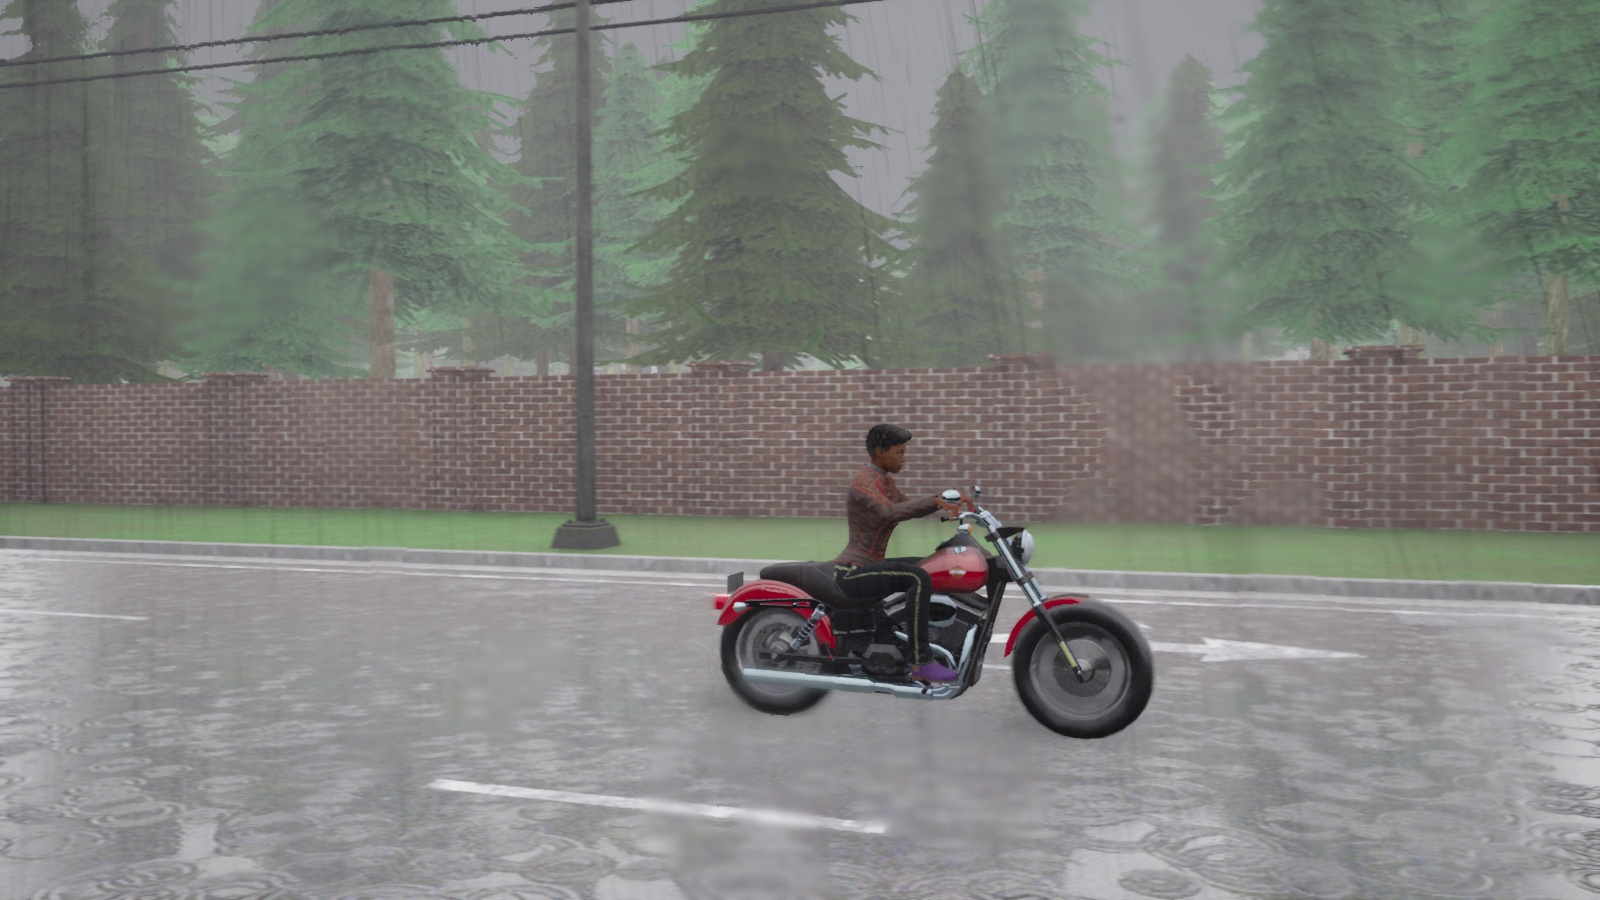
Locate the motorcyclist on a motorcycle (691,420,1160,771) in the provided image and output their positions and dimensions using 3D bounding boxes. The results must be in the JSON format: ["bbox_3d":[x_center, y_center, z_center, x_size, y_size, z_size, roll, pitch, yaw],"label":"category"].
[{"bbox_3d":[0.663,0.673,6.662,2.350,1.649,0.766,1,1,19],"label":"motorcyclist on a motorcycle"}]
